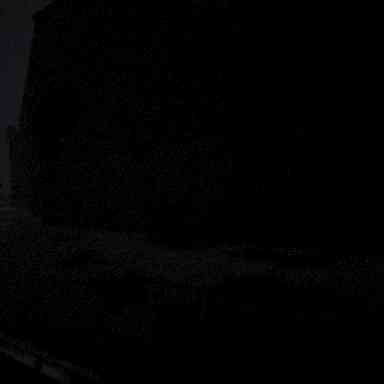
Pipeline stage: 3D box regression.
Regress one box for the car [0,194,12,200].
[{"bbox_3d":[-36.103,1.027,63.705,1.994,1.385,4.181,-4,1,8],"label":"car"}]
